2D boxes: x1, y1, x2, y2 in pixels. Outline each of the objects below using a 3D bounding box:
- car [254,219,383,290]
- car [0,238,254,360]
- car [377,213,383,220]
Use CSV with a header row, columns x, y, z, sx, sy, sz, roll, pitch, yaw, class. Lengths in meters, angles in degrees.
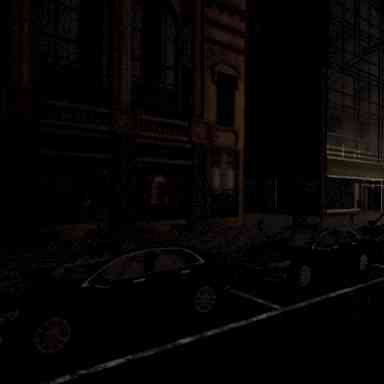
x,y,z,sx,sy,sz,roll,pitch,yaw,class
3.205,1.556,9.043,4.403,1.369,2.008,0,1,-36,car
-1.239,1.552,5.871,4.403,1.369,2.008,0,1,-36,car
7.649,1.453,12.214,4.097,1.590,1.967,0,1,-36,car
